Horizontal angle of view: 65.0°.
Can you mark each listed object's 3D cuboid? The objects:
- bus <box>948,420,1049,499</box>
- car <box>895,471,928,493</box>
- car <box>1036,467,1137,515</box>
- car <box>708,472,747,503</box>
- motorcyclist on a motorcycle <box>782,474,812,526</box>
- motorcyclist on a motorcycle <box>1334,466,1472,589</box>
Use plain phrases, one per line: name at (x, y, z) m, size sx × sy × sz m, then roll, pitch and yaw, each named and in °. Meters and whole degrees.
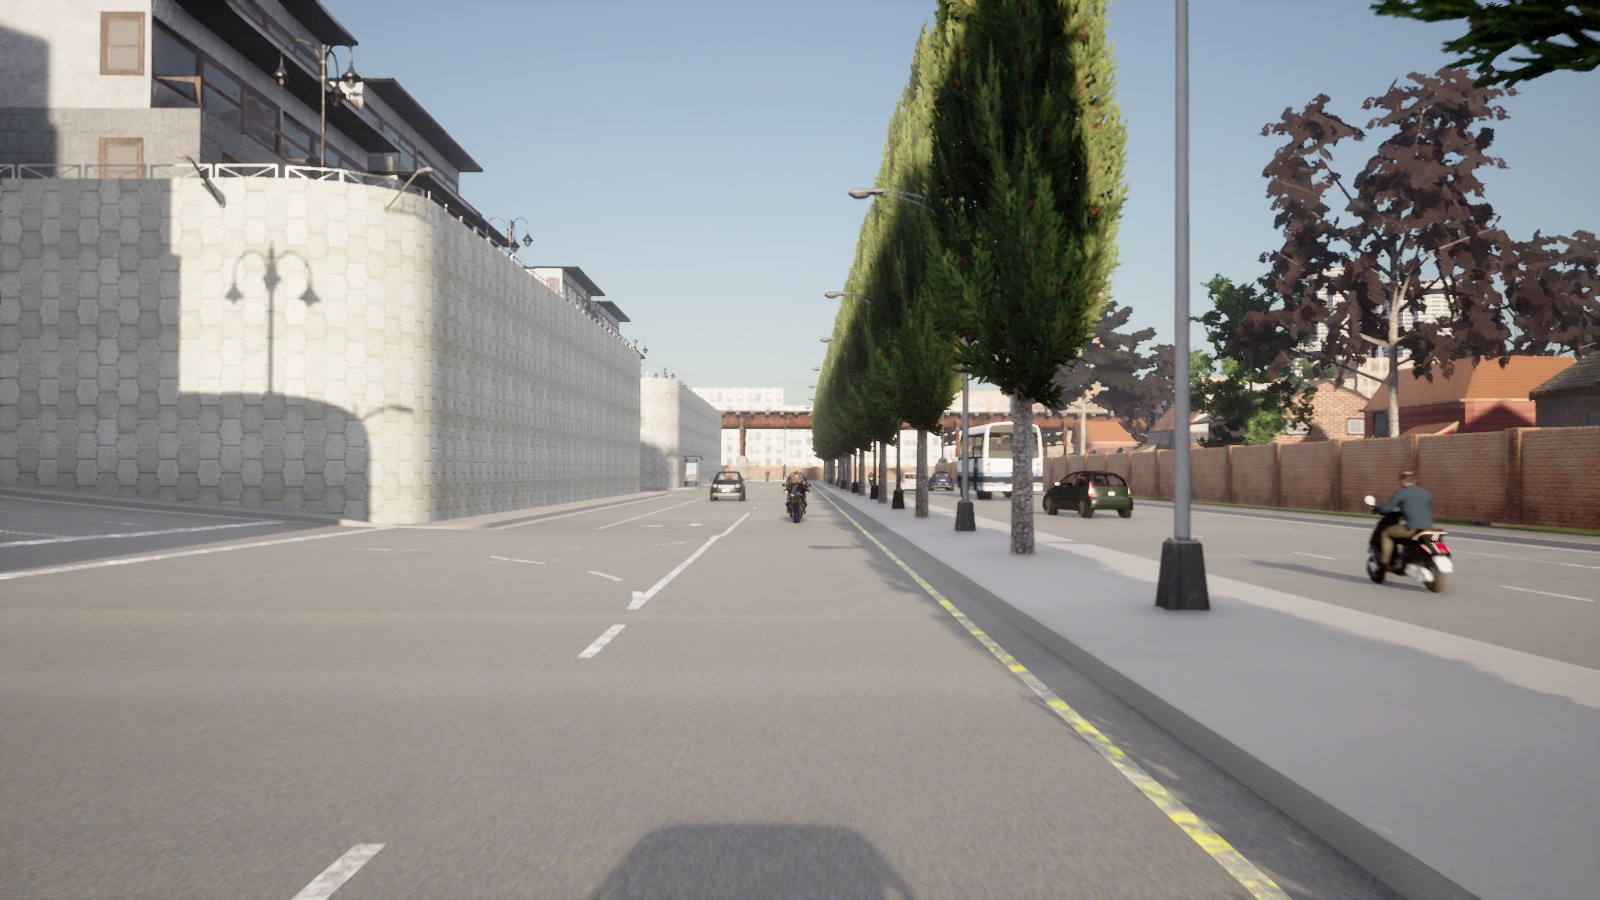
bus at (11.313, 0.612, 72.907) m, size 3.944 × 4.253 × 10.273 m, roll 0°, pitch -1°, yaw -1°
car at (7.786, 2.225, 88.212) m, size 1.970 × 1.475 × 3.806 m, roll 0°, pitch -1°, yaw 0°
car at (10.019, 1.412, 44.204) m, size 1.851 × 1.617 × 3.988 m, roll 0°, pitch -1°, yaw -14°
car at (-3.656, 1.881, 64.171) m, size 1.789 × 1.549 × 3.705 m, roll 0°, pitch -1°, yaw 0°
motorcyclist on a motorcycle at (-0.092, 1.483, 37.852) m, size 0.866 × 1.530 × 2.191 m, roll 0°, pitch -1°, yaw 0°
motorcyclist on a motorcycle at (8.222, 1.023, 17.211) m, size 0.866 × 1.590 × 1.817 m, roll 1°, pitch -1°, yaw -6°
